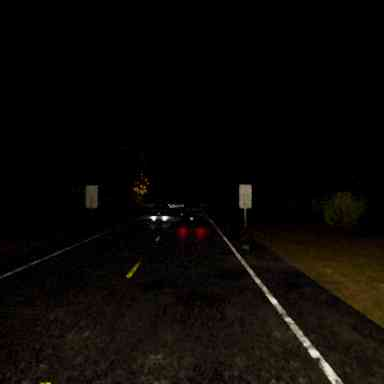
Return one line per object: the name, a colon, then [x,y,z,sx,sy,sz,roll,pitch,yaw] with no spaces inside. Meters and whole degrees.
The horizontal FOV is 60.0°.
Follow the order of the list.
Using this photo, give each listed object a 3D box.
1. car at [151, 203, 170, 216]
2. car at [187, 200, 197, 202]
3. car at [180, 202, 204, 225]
car: [-3.575,1.991,38.599,2.033,1.411,5.357,0,-1,0]
car: [0.006,1.878,44.899,2.097,1.767,4.553,0,-1,-1]
car: [-0.016,1.825,27.159,1.812,1.442,4.674,0,0,0]
